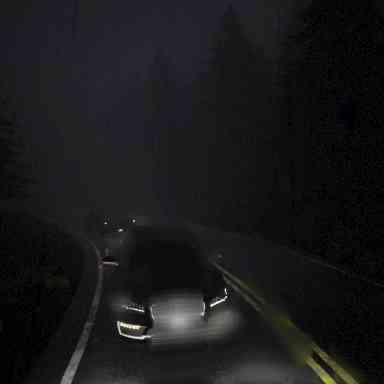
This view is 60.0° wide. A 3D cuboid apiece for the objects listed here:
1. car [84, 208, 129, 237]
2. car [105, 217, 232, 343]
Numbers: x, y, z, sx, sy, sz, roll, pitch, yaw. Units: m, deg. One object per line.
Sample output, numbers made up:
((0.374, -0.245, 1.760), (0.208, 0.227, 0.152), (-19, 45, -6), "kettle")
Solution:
((-4.644, 1.613, 18.564), (1.895, 1.301, 4.718), (-3, 1, -29), "car")
((-0.649, 1.495, 6.829), (1.837, 1.490, 4.892), (-1, 0, -11), "car")
